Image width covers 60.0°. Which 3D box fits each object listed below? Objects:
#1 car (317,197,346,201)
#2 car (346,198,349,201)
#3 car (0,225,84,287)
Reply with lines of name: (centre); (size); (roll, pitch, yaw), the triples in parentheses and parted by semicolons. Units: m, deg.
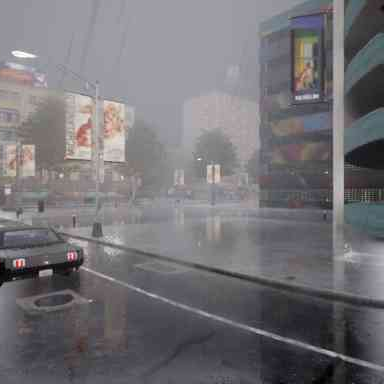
car: (17.393, 1.320, 42.573); (4.674, 1.452, 2.002); (0, 0, -42)
car: (23.629, 1.413, 53.837); (4.786, 1.482, 2.161); (0, 0, -42)
car: (-4.935, 1.601, 9.369); (1.895, 1.301, 4.718); (0, 0, -44)
